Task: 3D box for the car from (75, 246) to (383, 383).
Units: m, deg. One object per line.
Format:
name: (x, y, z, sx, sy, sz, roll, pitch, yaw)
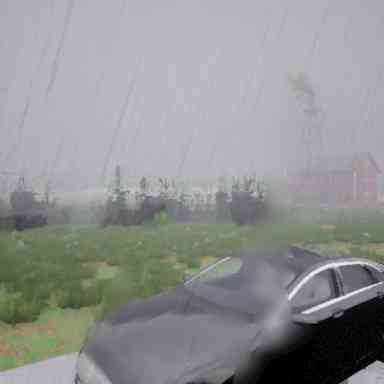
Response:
car: (1.073, 1.527, 4.270, 4.902, 1.511, 2.128, 1, 0, -36)
